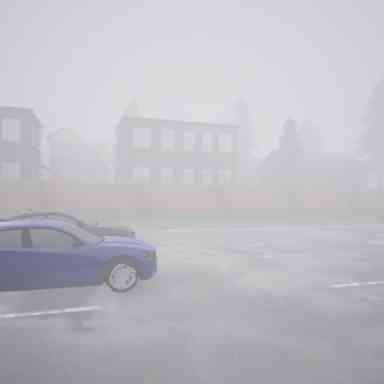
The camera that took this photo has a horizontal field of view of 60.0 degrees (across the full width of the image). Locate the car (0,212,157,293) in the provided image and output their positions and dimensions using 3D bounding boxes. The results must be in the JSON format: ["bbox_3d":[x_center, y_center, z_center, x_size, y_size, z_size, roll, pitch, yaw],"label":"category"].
[{"bbox_3d":[-3.281,1.357,7.449,5.008,1.535,1.882,1,1,-18],"label":"car"}]

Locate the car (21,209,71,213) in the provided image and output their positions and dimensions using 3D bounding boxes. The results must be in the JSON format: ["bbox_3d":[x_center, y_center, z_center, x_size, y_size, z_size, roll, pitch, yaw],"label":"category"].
[{"bbox_3d":[-4.357,1.312,10.778,5.008,1.535,1.882,1,1,-18],"label":"car"}]
